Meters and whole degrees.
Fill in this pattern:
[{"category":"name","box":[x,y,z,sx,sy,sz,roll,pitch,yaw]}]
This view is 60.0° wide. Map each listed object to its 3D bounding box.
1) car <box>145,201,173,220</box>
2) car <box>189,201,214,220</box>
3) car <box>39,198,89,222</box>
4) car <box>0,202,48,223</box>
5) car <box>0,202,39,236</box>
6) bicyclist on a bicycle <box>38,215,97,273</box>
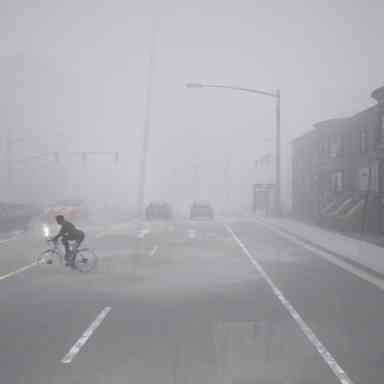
[{"category":"car","box":[-2.716,1.492,27.704,2.128,1.511,4.902,0,0,1]},{"category":"car","box":[0.791,1.492,27.853,2.128,1.511,4.902,0,0,1]},{"category":"car","box":[-9.855,1.351,26.368,2.097,1.767,4.553,0,0,1]},{"category":"car","box":[-13.354,1.564,26.428,1.994,1.385,4.181,0,0,1]},{"category":"car","box":[-10.183,1.351,17.136,2.097,1.767,4.553,0,0,2]},{"category":"bicyclist on a bicycle","box":[-3.457,1.455,9.169,1.656,1.620,0.582,-2,0,1]}]
